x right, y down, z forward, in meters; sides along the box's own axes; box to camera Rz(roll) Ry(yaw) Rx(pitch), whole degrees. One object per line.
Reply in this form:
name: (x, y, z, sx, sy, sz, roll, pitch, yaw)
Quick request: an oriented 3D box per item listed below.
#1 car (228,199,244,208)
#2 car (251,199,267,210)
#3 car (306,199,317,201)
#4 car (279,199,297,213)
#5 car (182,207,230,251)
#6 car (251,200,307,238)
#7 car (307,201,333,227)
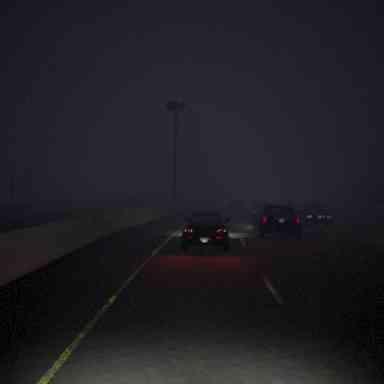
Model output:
car: (6.610, 1.681, 49.684, 1.994, 1.385, 4.181, 0, 0, 15)
car: (9.450, 1.740, 46.759, 1.895, 1.301, 4.718, 0, 0, 14)
car: (16.205, 1.704, 45.210, 1.837, 1.490, 4.892, 0, 0, 15)
car: (11.533, 1.676, 40.232, 1.812, 1.442, 4.674, 0, 0, 12)
car: (0.639, 1.548, 14.256, 1.812, 1.442, 4.674, 0, 0, 5)
car: (4.515, 1.414, 18.172, 2.097, 1.767, 4.553, 1, 0, 5)
car: (8.639, 1.653, 24.052, 2.033, 1.411, 5.357, 1, 0, 8)
